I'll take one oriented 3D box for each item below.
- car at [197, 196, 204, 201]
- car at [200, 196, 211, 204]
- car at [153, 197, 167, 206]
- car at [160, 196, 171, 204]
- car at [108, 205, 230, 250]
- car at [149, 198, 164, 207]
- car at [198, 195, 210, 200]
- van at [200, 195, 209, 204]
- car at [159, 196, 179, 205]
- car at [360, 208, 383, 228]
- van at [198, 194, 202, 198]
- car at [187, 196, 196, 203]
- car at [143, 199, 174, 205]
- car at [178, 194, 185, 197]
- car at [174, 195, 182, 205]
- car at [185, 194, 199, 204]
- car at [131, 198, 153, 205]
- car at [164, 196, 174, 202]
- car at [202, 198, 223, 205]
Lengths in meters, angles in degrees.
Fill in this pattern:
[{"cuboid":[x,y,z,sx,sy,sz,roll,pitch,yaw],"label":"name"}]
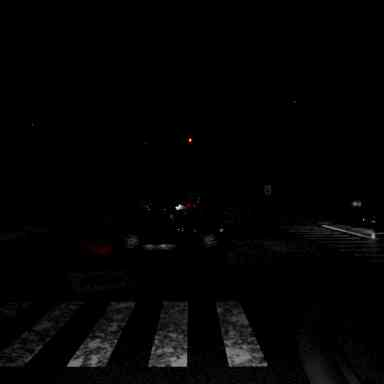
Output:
[{"cuboid":[2.152,1.693,90.056,1.812,1.442,4.674,0,0,0],"label":"car"},{"cuboid":[2.433,1.639,47.109,1.802,1.307,4.206,0,0,0],"label":"car"},{"cuboid":[-5.559,1.631,58.154,2.008,1.369,4.403,0,0,0],"label":"car"},{"cuboid":[-5.526,1.548,69.176,1.967,1.590,4.097,0,0,0],"label":"car"},{"cuboid":[-0.911,1.476,13.855,5.008,1.535,1.882,0,0,0],"label":"car"},{"cuboid":[-5.576,1.650,52.643,1.802,1.307,4.206,0,0,0],"label":"car"},{"cuboid":[2.449,1.634,52.620,1.947,1.339,4.313,0,0,0],"label":"car"},{"cuboid":[2.498,1.449,69.152,1.690,1.788,3.998,0,0,0],"label":"van"},{"cuboid":[-3.066,1.612,41.944,1.994,1.385,4.181,0,0,1],"label":"car"},{"cuboid":[13.058,1.456,20.587,4.892,1.490,1.837,0,0,0],"label":"car"},{"cuboid":[2.466,1.421,58.130,1.690,1.788,3.998,0,0,0],"label":"van"},{"cuboid":[-0.116,1.675,74.015,1.994,1.385,4.181,0,0,0],"label":"car"},{"cuboid":[-3.119,1.633,31.989,1.895,1.301,4.718,0,0,1],"label":"car"},{"cuboid":[-2.962,1.581,62.009,2.128,1.511,4.902,0,0,1],"label":"car"},{"cuboid":[-3.036,1.630,51.929,1.994,1.385,4.181,0,0,0],"label":"car"},{"cuboid":[-0.051,1.585,63.859,2.128,1.511,4.902,0,0,0],"label":"car"},{"cuboid":[-5.625,1.478,36.112,1.967,1.590,4.097,0,0,0],"label":"car"},{"cuboid":[-5.493,1.690,80.197,2.008,1.369,4.403,0,0,0],"label":"car"},{"cuboid":[2.399,1.604,36.087,1.947,1.339,4.313,0,0,0],"label":"car"}]
